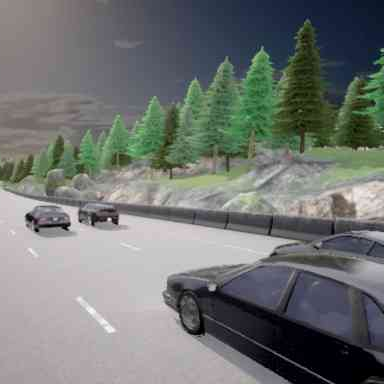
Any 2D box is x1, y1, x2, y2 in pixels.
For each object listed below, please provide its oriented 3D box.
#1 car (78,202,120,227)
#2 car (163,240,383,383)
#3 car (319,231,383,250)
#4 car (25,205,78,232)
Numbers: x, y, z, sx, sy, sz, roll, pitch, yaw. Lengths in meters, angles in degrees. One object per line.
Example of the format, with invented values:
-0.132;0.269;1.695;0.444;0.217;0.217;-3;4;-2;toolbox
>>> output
-6.561;1.473;23.023;1.837;1.490;4.892;0;0;-33;car
1.616;1.546;4.308;2.033;1.411;5.357;0;0;-33;car
3.717;1.564;7.478;1.994;1.385;4.181;0;0;-33;car
-8.737;1.514;19.967;2.033;1.411;5.357;0;0;-33;car
